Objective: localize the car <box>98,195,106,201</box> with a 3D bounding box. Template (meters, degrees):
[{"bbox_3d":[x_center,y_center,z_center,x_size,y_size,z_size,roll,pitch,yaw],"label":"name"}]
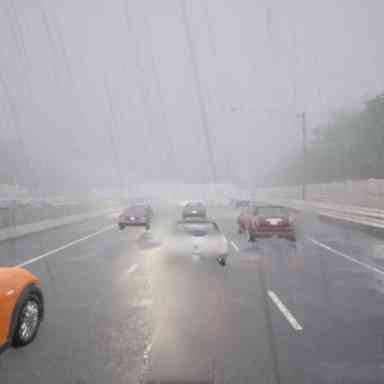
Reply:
[{"bbox_3d":[-20.390,1.545,76.949,1.837,1.490,4.892,0,0,1],"label":"car"}]

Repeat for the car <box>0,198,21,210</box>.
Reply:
[{"bbox_3d":[-17.478,1.604,33.096,1.895,1.301,4.718,0,0,0],"label":"car"}]

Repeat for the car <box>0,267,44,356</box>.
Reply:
[{"bbox_3d":[-3.396,1.352,3.451,2.097,1.767,4.553,0,0,0],"label":"car"}]

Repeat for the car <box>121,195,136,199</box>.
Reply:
[{"bbox_3d":[-13.454,1.466,72.737,1.882,1.535,5.008,0,0,1],"label":"car"}]

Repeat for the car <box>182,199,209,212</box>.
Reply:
[{"bbox_3d":[0.191,1.567,28.844,1.994,1.385,4.181,0,0,0],"label":"car"}]

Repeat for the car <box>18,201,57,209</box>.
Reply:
[{"bbox_3d":[-13.990,1.603,31.418,1.895,1.301,4.718,0,0,0],"label":"car"}]

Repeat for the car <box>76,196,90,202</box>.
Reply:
[{"bbox_3d":[-23.953,1.539,72.901,1.994,1.385,4.181,0,0,1],"label":"car"}]

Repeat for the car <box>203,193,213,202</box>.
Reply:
[{"bbox_3d":[4.214,1.598,83.136,1.882,1.535,5.008,0,0,1],"label":"car"}]

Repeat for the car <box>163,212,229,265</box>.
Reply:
[{"bbox_3d":[0.116,1.601,11.596,1.895,1.301,4.718,0,0,0],"label":"car"}]

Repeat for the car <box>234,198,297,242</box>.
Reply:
[{"bbox_3d":[3.529,1.351,16.402,2.097,1.767,4.553,0,0,0],"label":"car"}]

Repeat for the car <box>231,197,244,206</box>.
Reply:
[{"bbox_3d":[7.094,1.504,47.432,1.882,1.535,5.008,0,0,2],"label":"car"}]

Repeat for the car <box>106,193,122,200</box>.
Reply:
[{"bbox_3d":[-16.926,1.281,74.649,2.150,2.045,5.566,0,0,1],"label":"car"}]

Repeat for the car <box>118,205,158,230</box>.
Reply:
[{"bbox_3d":[-3.351,1.548,21.247,2.033,1.411,5.357,0,0,0],"label":"car"}]

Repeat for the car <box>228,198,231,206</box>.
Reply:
[{"bbox_3d":[7.339,1.540,57.100,2.128,1.511,4.902,0,0,1],"label":"car"}]
